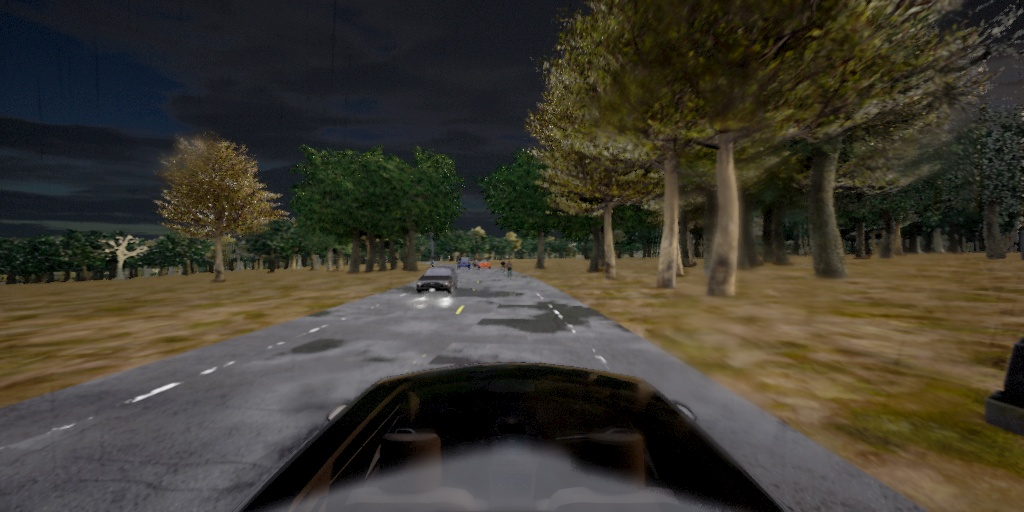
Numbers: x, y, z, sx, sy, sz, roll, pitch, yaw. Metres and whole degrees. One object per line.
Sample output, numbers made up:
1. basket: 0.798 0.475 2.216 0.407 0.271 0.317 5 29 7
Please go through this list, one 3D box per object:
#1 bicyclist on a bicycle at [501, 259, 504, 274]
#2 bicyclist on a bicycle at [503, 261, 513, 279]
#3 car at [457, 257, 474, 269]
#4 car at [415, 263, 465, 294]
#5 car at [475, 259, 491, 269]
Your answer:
1. bicyclist on a bicycle: -0.993 1.193 40.352 0.659 1.776 1.843 0 0 -6
2. bicyclist on a bicycle: -0.207 1.239 31.347 0.582 1.620 1.656 0 0 -4
3. car: -8.198 1.206 61.693 2.150 2.045 5.566 0 -1 -8
4. car: -4.097 1.316 20.514 2.033 1.411 5.357 0 0 -3
5. car: -4.968 1.357 64.039 2.097 1.767 4.553 0 -1 -9
